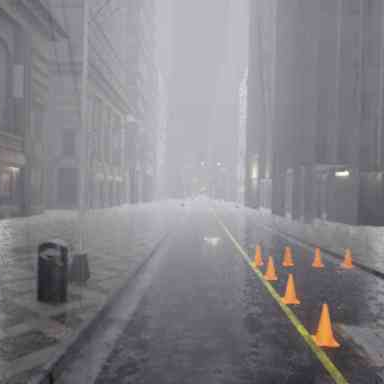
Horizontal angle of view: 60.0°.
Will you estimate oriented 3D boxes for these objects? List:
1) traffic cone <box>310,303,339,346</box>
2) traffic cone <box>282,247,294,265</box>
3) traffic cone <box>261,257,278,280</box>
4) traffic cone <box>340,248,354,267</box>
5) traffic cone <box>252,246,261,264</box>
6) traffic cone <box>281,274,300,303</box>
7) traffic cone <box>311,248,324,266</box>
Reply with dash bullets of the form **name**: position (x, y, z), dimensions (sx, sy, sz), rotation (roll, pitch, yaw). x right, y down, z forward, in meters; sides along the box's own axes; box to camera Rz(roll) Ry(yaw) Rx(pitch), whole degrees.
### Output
- **traffic cone**: position (2.099, 2.060, 5.254), dimensions (0.340, 0.580, 0.340), rotation (1, -1, 1)
- **traffic cone**: position (3.236, 2.145, 11.229), dimensions (0.340, 0.580, 0.340), rotation (2, -1, 1)
- **traffic cone**: position (2.190, 2.099, 9.252), dimensions (0.340, 0.580, 0.340), rotation (1, -1, 1)
- **traffic cone**: position (5.234, 2.197, 11.183), dimensions (0.340, 0.580, 0.340), rotation (1, -1, 1)
- **traffic cone**: position (2.236, 2.120, 11.252), dimensions (0.340, 0.580, 0.340), rotation (1, -1, 1)
- **traffic cone**: position (2.145, 2.080, 7.253), dimensions (0.340, 0.580, 0.340), rotation (1, -1, 1)
- **traffic cone**: position (4.235, 2.171, 11.206), dimensions (0.340, 0.580, 0.340), rotation (1, -1, 1)
